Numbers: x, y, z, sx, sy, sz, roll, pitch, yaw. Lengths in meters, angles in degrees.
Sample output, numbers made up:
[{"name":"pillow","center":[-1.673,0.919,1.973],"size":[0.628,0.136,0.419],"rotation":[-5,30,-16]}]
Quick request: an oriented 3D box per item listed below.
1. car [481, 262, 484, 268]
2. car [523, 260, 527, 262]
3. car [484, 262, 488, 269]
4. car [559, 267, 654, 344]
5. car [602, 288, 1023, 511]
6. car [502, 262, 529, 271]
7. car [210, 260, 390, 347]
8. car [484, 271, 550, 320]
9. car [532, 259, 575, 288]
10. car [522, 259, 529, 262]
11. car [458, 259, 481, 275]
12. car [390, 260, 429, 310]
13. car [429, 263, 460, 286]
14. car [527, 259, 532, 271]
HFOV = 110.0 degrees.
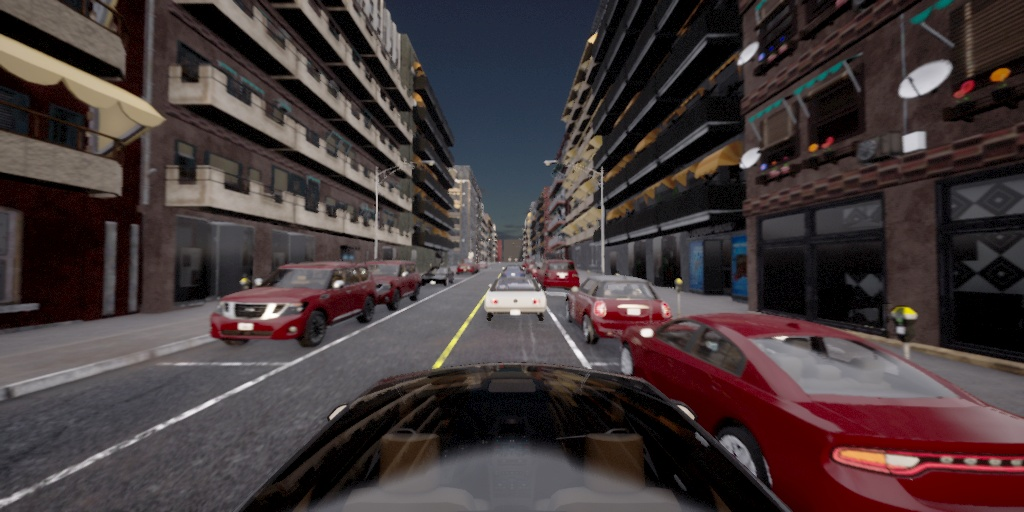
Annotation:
[{"name":"car","center":[-5.307,1.515,48.357],"size":[1.888,1.381,4.507],"rotation":[0,0,0]},{"name":"car","center":[2.540,1.518,42.770],"size":[1.802,1.307,4.207],"rotation":[0,0,0]},{"name":"car","center":[-5.305,1.662,64.950],"size":[1.802,1.307,4.207],"rotation":[0,0,0]},{"name":"car","center":[2.577,1.219,9.584],"size":[1.967,1.591,4.097],"rotation":[0,0,0]},{"name":"car","center":[2.569,1.304,4.052],"size":[1.888,1.381,4.507],"rotation":[0,0,0]},{"name":"car","center":[0.105,1.433,30.076],"size":[1.994,1.385,4.181],"rotation":[0,0,0]},{"name":"car","center":[-5.313,1.095,9.645],"size":[2.192,1.841,5.009],"rotation":[0,0,0]},{"name":"car","center":[0.103,1.393,12.861],"size":[1.895,1.301,4.718],"rotation":[0,0,0]},{"name":"car","center":[2.537,1.139,20.645],"size":[2.192,1.841,5.009],"rotation":[0,0,0]},{"name":"car","center":[2.542,1.319,53.832],"size":[2.192,1.841,5.009],"rotation":[0,0,0]},{"name":"car","center":[-5.308,1.252,42.826],"size":[2.192,1.841,5.009],"rotation":[0,0,0]},{"name":"car","center":[-5.312,1.117,15.175],"size":[2.192,1.841,5.009],"rotation":[0,0,0]},{"name":"car","center":[-5.310,1.416,26.237],"size":[1.948,1.339,4.313],"rotation":[0,0,0]},{"name":"car","center":[2.539,1.317,31.707],"size":[1.967,1.591,4.097],"rotation":[0,0,0]}]
